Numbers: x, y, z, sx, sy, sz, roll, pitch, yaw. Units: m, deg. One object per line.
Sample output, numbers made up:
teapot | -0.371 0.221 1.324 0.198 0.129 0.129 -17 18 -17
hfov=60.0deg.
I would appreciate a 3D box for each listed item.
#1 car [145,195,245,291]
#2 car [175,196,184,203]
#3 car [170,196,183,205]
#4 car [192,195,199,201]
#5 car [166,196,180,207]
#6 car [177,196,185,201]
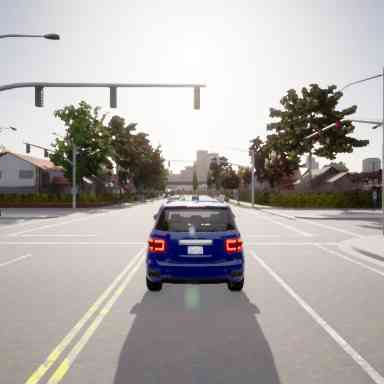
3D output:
car | 0.069 1.222 9.162 2.150 2.045 5.566 0 0 0
car | -2.688 1.524 71.189 1.812 1.442 4.674 0 0 0
car | -2.821 1.547 61.341 2.033 1.411 5.357 0 0 1
car | 0.919 1.478 88.121 1.882 1.535 5.008 0 0 0
car | -2.896 1.478 51.621 1.882 1.535 5.008 0 0 1
car | -2.624 1.595 81.390 1.895 1.301 4.718 0 0 0
